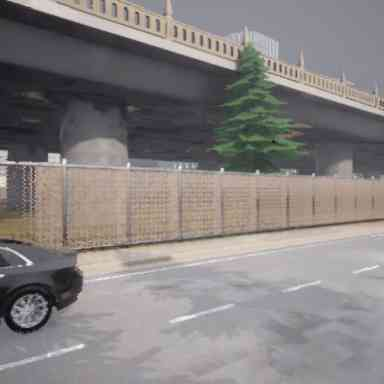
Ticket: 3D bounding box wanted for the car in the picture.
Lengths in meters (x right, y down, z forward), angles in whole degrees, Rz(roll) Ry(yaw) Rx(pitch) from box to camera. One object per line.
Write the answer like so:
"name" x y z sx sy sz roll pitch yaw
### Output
"car" -4.256 1.519 5.252 4.892 1.490 1.837 0 0 -36
